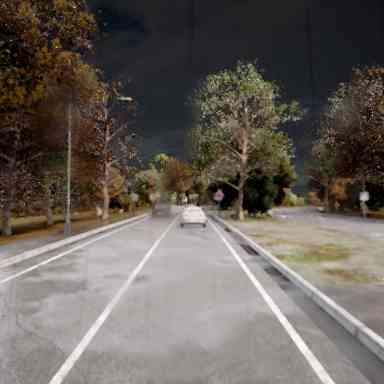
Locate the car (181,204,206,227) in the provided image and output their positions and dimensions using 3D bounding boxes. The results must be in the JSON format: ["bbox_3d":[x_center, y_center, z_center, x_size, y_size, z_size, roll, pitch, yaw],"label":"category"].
[{"bbox_3d":[0.099,1.881,25.754,1.812,1.442,4.674,0,-2,0],"label":"car"}]

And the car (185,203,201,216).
[{"bbox_3d":[0.099,2.248,42.982,1.882,1.535,5.008,0,-1,0],"label":"car"}]

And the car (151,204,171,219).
[{"bbox_3d":[-3.343,2.135,37.069,1.837,1.490,4.892,0,-1,0],"label":"car"}]
